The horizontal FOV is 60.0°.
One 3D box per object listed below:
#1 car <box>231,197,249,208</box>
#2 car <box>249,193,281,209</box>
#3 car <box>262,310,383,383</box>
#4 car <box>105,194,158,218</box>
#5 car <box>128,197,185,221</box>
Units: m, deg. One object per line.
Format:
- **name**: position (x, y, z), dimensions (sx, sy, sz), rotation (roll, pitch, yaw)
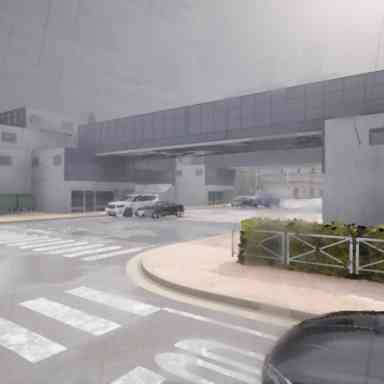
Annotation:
- **car**: position (7.265, 1.481, 47.389), dimensions (2.128, 1.511, 4.902), rotation (0, 0, 36)
- **car**: position (10.334, 1.214, 45.661), dimensions (2.150, 2.045, 5.566), rotation (0, 0, 36)
- **car**: position (2.823, 1.490, 1.975), dimensions (4.902, 1.511, 2.128), rotation (0, 0, 36)
- **car**: position (-5.166, 1.209, 30.093), dimensions (2.150, 2.045, 5.566), rotation (0, 0, 36)
- **car**: position (-2.583, 1.481, 27.689), dimensions (2.128, 1.511, 4.902), rotation (0, 0, 36)
